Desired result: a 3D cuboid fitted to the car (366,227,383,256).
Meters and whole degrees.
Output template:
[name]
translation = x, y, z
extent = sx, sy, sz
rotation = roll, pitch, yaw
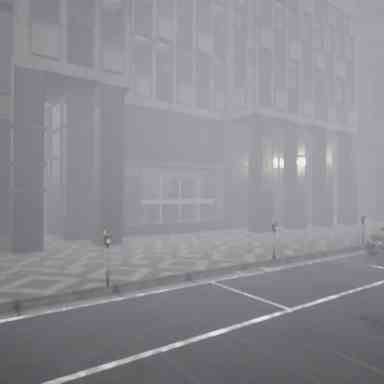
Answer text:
[car]
translation = 8.265, 1.713, 12.554
extent = 4.206, 1.307, 1.802
rotation = 1, -1, -36
